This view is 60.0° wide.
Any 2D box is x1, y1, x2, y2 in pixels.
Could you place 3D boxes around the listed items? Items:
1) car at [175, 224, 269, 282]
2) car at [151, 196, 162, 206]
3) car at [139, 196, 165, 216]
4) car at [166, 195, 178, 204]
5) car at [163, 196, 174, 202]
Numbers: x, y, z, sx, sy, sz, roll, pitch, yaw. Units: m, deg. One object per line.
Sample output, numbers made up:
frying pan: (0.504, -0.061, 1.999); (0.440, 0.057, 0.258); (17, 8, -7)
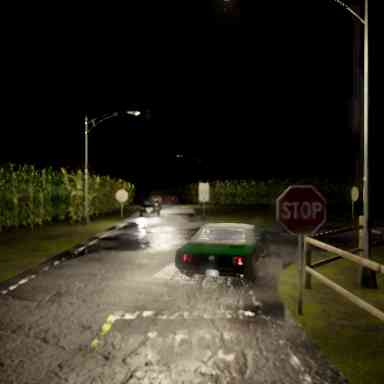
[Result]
car: (1.149, 1.581, 9.832); (1.895, 1.301, 4.718); (0, 0, 18)
car: (-6.025, 1.414, 56.426); (1.882, 1.535, 5.008); (0, 0, -6)
car: (-3.942, 1.445, 31.859); (2.128, 1.511, 4.902); (0, 0, -3)
car: (-3.773, 1.285, 62.125); (2.097, 1.767, 4.553); (0, 0, -7)
car: (-5.139, 1.486, 72.108); (1.994, 1.385, 4.181); (0, 0, -8)
